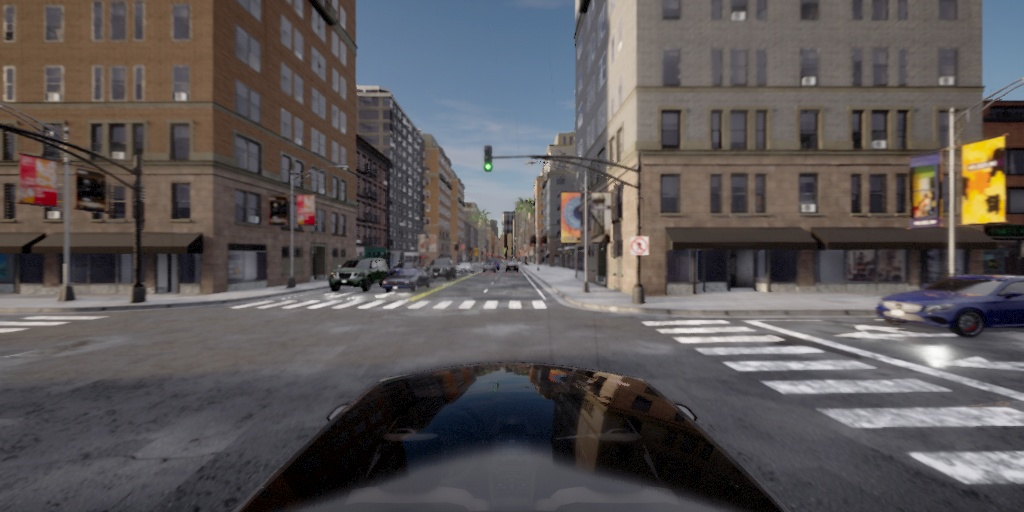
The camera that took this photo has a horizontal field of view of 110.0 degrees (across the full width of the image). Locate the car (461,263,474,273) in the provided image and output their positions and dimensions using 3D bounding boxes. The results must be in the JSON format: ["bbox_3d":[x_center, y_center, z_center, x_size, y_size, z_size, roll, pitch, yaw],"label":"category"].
[{"bbox_3d":[-6.543,1.661,50.587,1.812,1.442,4.674,0,-1,0],"label":"car"}]

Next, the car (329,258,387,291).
[{"bbox_3d":[-9.840,1.138,23.572,2.150,2.045,5.566,0,0,-2],"label":"car"}]

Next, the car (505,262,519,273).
[{"bbox_3d":[0.018,1.625,52.017,1.882,1.535,5.008,0,0,0],"label":"car"}]

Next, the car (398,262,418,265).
[{"bbox_3d":[-9.830,1.347,33.422,2.097,1.767,4.553,0,0,0],"label":"car"}]

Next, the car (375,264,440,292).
[{"bbox_3d":[-6.562,1.461,23.340,2.033,1.411,5.357,0,0,4],"label":"car"}]

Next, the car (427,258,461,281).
[{"bbox_3d":[-6.591,1.216,33.866,2.150,2.045,5.566,0,0,0],"label":"car"}]

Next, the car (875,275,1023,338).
[{"bbox_3d":[12.455,1.227,9.425,4.674,1.442,1.812,0,0,0],"label":"car"}]

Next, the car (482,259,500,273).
[{"bbox_3d":[-3.232,1.639,52.018,2.128,1.511,4.902,0,0,0],"label":"car"}]
